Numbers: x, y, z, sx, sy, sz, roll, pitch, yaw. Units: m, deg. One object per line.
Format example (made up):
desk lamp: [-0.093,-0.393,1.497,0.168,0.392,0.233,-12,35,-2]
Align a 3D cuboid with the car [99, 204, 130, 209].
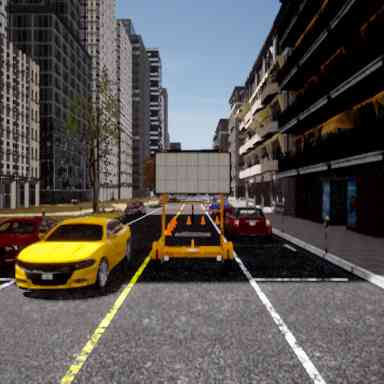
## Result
car: [-5.642,1.531,22.263,1.752,1.417,4.829,0,0,0]

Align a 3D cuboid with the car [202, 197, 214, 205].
car: [2.829,1.591,61.142,2.008,1.369,4.403,0,0,0]

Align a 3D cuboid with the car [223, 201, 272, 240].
car: [2.726,1.443,16.880,1.967,1.590,4.097,0,0,0]

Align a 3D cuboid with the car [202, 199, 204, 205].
car: [2.803,1.579,50.076,2.008,1.369,4.403,0,0,0]

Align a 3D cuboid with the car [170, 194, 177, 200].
car: [-5.476,1.410,93.550,2.192,1.841,5.009,0,0,0]

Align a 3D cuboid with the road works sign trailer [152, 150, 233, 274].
road works sign trailer: [0.021,0.466,10.556,2.380,3.560,2.880,0,0,0]

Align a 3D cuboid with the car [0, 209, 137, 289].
car: [-2.982,1.478,9.359,1.882,1.535,5.008,0,0,0]

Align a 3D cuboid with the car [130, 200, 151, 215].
car: [-5.616,1.596,33.499,1.802,1.307,4.206,0,0,0]

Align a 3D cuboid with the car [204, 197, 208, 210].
car: [2.777,1.458,39.011,1.967,1.590,4.097,0,0,0]

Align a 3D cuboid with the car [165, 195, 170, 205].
car: [-5.551,1.585,61.162,1.887,1.381,4.507,0,0,0]

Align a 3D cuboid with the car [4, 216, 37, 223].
car: [-5.668,1.546,11.367,1.887,1.381,4.507,0,0,0]

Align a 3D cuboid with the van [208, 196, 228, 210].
van: [2.764,1.355,33.478,1.690,1.788,3.998,0,0,0]

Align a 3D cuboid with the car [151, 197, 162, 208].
car: [-5.577,1.553,49.926,1.752,1.417,4.829,0,0,0]

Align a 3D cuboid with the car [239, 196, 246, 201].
car: [13.611,1.410,80.523,4.403,1.369,2.008,-1,1,0]

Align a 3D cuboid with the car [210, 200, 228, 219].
car: [2.751,1.592,27.946,1.802,1.307,4.206,0,0,0]
